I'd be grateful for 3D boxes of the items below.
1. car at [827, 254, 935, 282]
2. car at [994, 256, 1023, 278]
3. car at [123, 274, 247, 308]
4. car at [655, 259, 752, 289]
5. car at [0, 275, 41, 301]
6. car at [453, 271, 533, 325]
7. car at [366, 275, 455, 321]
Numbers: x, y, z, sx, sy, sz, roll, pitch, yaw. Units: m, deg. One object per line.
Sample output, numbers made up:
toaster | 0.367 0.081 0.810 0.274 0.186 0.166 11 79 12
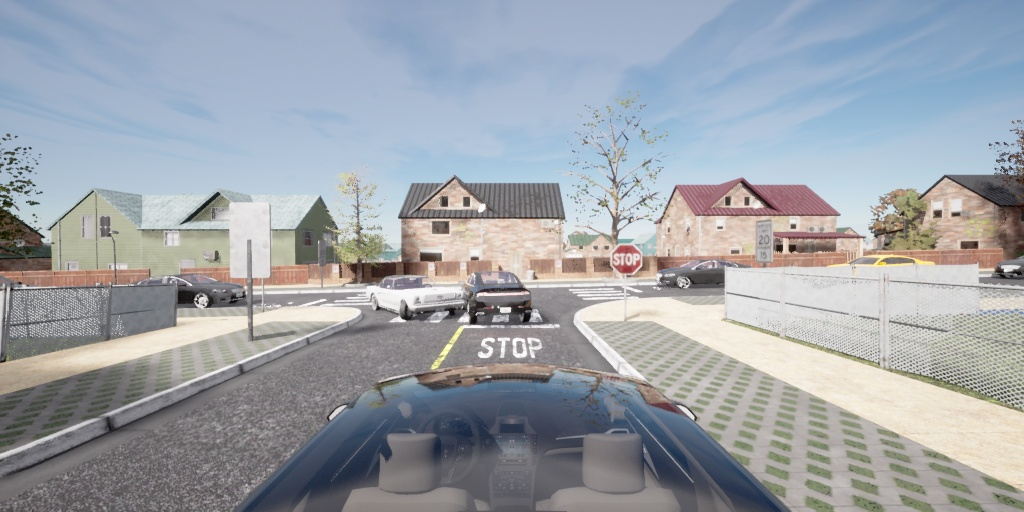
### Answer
car | 19.770 0.690 19.426 5.008 1.535 1.882 -1 1 -1
car | 29.394 0.478 19.458 4.902 1.511 2.128 -1 1 0
car | -14.895 1.566 16.353 4.902 1.511 2.128 -1 1 0
car | 10.340 0.926 19.394 4.902 1.511 2.128 -1 1 0
car | -24.232 1.648 16.317 4.553 1.767 2.097 -1 1 0
car | -0.680 1.242 11.991 2.128 1.511 4.902 0 0 -12
car | -3.597 1.368 12.852 1.895 1.301 4.718 0 0 -38
